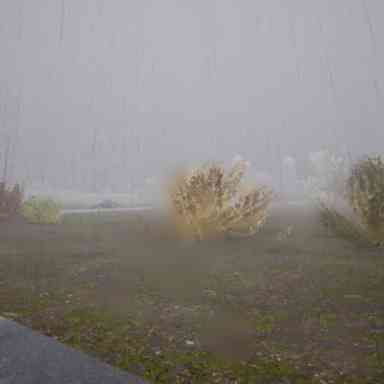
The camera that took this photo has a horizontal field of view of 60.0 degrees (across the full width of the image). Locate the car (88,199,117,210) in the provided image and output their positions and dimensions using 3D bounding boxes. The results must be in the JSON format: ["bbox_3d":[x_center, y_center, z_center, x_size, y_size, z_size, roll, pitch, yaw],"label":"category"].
[{"bbox_3d":[-13.805,1.928,51.472,1.837,1.490,4.892,-1,0,36],"label":"car"}]
